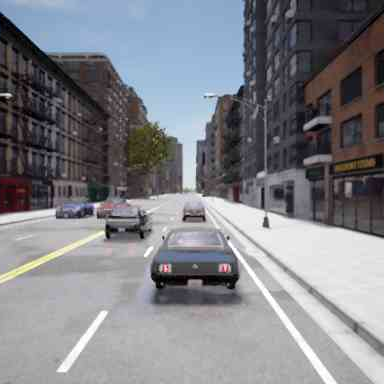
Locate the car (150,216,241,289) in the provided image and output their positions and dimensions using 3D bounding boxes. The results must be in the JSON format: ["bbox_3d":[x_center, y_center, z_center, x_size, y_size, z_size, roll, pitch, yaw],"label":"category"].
[{"bbox_3d":[0.105,1.579,9.026,1.895,1.301,4.718,0,0,1],"label":"car"}]

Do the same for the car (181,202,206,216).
[{"bbox_3d":[0.140,1.490,26.788,2.033,1.411,5.357,0,0,-1],"label":"car"}]

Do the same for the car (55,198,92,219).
[{"bbox_3d":[-9.814,1.293,28.172,2.097,1.767,4.553,0,0,0],"label":"car"}]

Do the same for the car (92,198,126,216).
[{"bbox_3d":[-6.564,1.293,28.171,2.097,1.767,4.553,0,0,0],"label":"car"}]

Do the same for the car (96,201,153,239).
[{"bbox_3d":[-3.124,1.452,17.073,2.128,1.511,4.902,0,0,-1],"label":"car"}]
